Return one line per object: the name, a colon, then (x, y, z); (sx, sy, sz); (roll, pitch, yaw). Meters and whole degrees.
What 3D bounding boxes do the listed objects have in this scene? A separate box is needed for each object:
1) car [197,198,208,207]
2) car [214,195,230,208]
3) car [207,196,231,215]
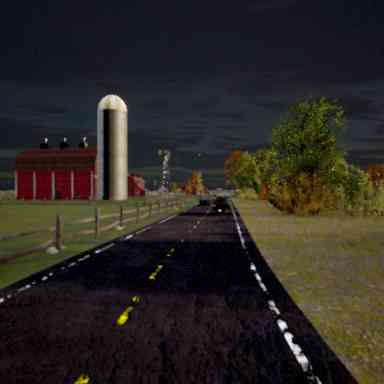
car: (1.861, 1.549, 50.503); (1.994, 1.385, 4.181); (0, 0, 6)
car: (4.280, 1.303, 46.789); (2.097, 1.767, 4.553); (0, 0, 7)
car: (2.838, 1.455, 33.370); (1.837, 1.490, 4.892); (0, 0, 6)
